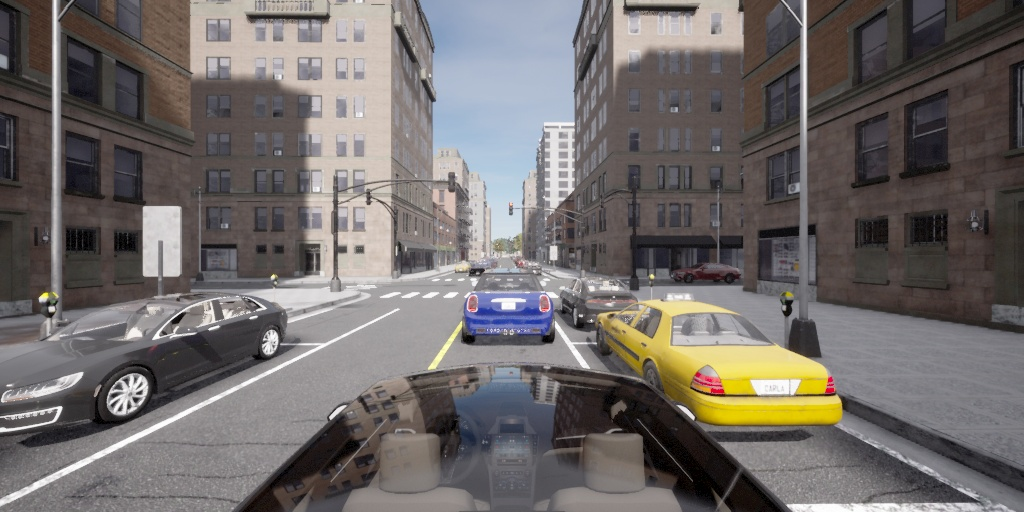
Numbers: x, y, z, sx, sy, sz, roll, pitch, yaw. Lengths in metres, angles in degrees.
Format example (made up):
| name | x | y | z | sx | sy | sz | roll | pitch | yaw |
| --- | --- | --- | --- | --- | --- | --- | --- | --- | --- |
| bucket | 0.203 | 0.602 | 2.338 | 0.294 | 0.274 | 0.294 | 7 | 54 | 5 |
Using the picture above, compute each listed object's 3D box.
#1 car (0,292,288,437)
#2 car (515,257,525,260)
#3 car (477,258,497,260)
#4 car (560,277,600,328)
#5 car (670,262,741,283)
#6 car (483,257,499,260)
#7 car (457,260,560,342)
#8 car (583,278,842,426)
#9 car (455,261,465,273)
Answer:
| name | x | y | z | sx | sy | sz | roll | pitch | yaw |
| --- | --- | --- | --- | --- | --- | --- | --- | --- | --- |
| car | -5.429 | 1.300 | 5.625 | 2.007 | 1.370 | 4.403 | 0 | 0 | -1 |
| car | 1.925 | 1.182 | 60.729 | 1.967 | 1.591 | 4.097 | 0 | 0 | -1 |
| car | -3.380 | 1.294 | 46.264 | 2.033 | 1.411 | 5.357 | 0 | 0 | 0 |
| car | 2.533 | 1.300 | 11.130 | 2.007 | 1.370 | 4.403 | 0 | 0 | -1 |
| car | 13.930 | 1.186 | 25.907 | 4.674 | 1.442 | 1.812 | 0 | 0 | 1 |
| car | -3.497 | 1.308 | 56.270 | 1.994 | 1.385 | 4.181 | 0 | 0 | -1 |
| car | -0.085 | 1.102 | 9.885 | 2.097 | 1.767 | 4.553 | 0 | 0 | 0 |
| car | 2.602 | 1.275 | 5.894 | 1.751 | 1.417 | 4.829 | 0 | 0 | -1 |
| car | -5.889 | 1.272 | 43.415 | 1.751 | 1.417 | 4.829 | 0 | 0 | -1 |
